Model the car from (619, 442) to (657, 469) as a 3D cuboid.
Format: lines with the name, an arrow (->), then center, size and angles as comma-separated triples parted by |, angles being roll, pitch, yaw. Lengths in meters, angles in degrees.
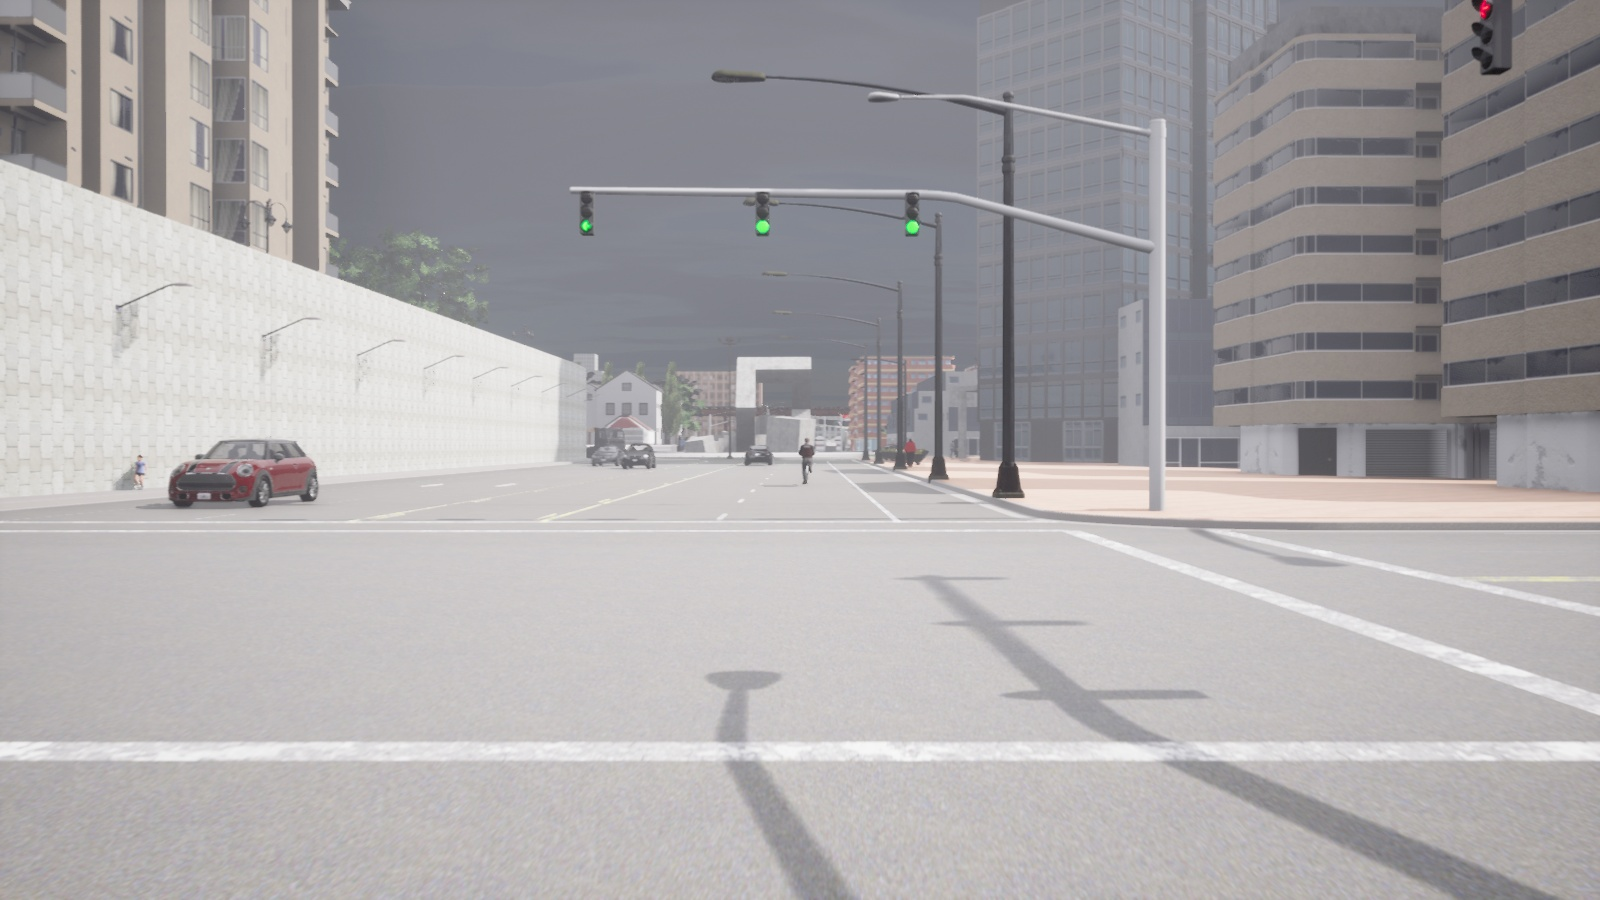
car -> -10.104, 0.317, 78.444 | 1.851, 1.617, 3.988 | 0, 0, 0

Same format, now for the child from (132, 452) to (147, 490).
child -> -19.585, 0.610, 37.252 | 0.255, 1.110, 0.394 | 0, 0, -1

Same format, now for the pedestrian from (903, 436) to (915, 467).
pedestrian -> 6.508, 0.106, 74.919 | 0.634, 1.844, 0.899 | 0, 0, -2

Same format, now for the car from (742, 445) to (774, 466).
car -> -3.038, 0.372, 91.714 | 2.163, 1.488, 4.792 | 0, 0, 0

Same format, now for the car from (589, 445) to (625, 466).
car -> -13.554, 0.400, 88.522 | 1.812, 1.442, 4.674 | 0, 0, 0

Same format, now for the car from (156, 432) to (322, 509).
car -> -13.840, 0.464, 31.317 | 2.097, 1.767, 4.553 | 0, 0, 0
